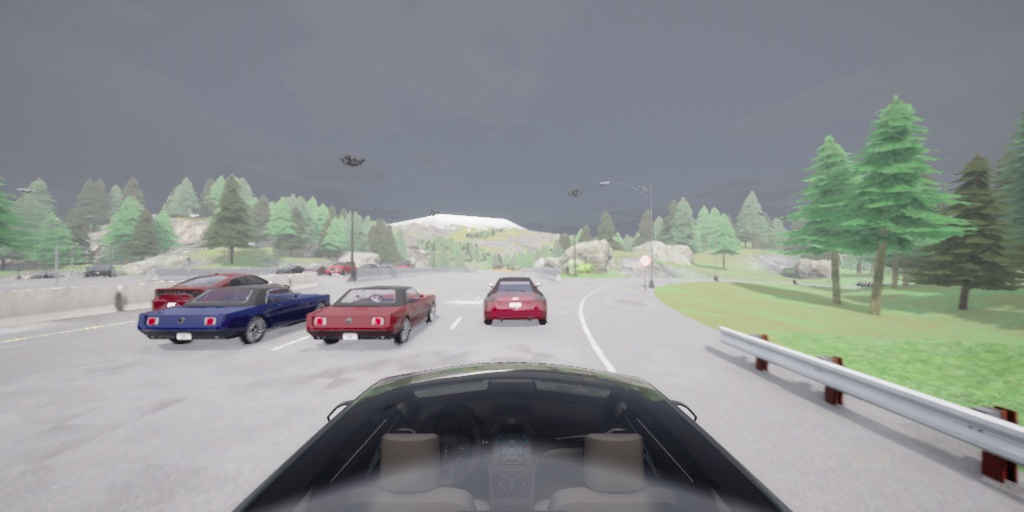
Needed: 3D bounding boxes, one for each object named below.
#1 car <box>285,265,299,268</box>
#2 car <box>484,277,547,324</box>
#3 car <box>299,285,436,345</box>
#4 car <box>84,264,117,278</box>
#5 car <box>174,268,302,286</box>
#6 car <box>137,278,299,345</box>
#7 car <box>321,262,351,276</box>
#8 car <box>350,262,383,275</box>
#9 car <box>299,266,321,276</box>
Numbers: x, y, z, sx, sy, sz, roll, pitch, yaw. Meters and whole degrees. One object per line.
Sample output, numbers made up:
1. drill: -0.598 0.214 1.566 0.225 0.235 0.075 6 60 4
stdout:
1. car: -31.225 2.063 51.087 1.882 1.535 5.008 0 -2 1
2. car: 0.096 1.407 12.474 1.994 1.385 4.181 -1 0 0
3. car: -3.400 1.441 9.773 1.895 1.301 4.718 0 -1 0
4. car: -46.234 1.647 40.431 1.882 1.535 5.008 0 -1 -42
5. car: -10.401 1.370 13.438 1.882 1.535 5.008 0 -1 0
6. car: -6.901 1.439 9.777 1.895 1.301 4.718 0 -1 0
7. car: -24.236 1.804 51.050 2.150 2.045 5.566 0 -2 1
8. car: -20.731 1.945 51.384 2.097 1.767 4.553 0 -2 1
9. car: -27.730 2.112 51.114 1.812 1.442 4.674 0 -2 1
